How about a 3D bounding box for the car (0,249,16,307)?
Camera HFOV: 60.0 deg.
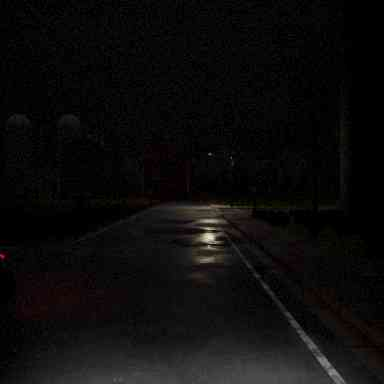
[{"bbox_3d":[-5.475,1.344,5.252,2.097,1.767,4.553,0,0,42],"label":"car"}]
